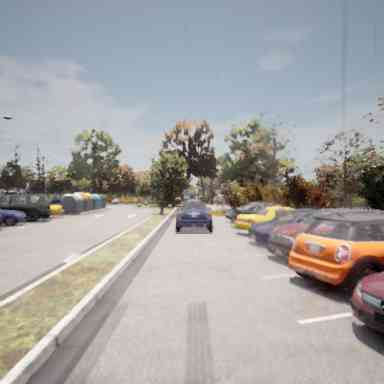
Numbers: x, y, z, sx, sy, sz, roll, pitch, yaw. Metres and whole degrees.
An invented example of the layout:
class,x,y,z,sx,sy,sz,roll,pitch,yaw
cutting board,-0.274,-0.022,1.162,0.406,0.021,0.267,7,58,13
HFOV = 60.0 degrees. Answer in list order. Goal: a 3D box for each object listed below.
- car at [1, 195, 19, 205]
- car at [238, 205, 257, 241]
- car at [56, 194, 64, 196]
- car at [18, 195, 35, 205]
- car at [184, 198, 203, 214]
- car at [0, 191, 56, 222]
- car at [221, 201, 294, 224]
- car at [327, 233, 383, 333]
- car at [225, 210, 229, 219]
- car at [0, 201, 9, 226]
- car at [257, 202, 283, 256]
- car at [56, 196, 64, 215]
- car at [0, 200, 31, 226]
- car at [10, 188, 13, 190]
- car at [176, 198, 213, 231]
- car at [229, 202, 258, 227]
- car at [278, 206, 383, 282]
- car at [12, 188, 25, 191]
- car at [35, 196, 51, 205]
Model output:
class,x,y,z,sx,sy,sz,roll,pitch,yaw
car,-33.343,1.514,61.166,2.185,1.767,4.553,1,-3,-19
car,4.817,1.511,14.718,4.792,1.488,2.163,1,0,-20
car,-24.288,1.386,61.030,2.435,2.045,5.566,1,-3,-19
car,-30.306,1.511,61.061,2.185,1.767,4.553,1,-3,-19
car,0.231,1.425,35.408,1.882,1.535,5.008,0,0,2
car,-13.305,1.201,24.441,5.566,2.045,2.435,-1,0,-20
car,4.865,1.479,24.912,4.892,1.521,2.231,1,0,-20
car,4.833,1.524,5.386,4.674,1.452,2.002,1,0,-20
car,4.847,1.481,21.518,4.892,1.521,2.231,1,0,-20
car,-13.312,1.464,18.415,5.008,1.535,2.097,-1,0,-20
car,4.869,1.357,11.349,4.553,1.767,2.185,1,0,-20
car,-13.438,1.436,27.416,5.366,1.575,1.946,-1,1,-20
car,-13.293,1.501,21.440,4.674,1.452,2.002,-1,0,-20
car,-25.942,0.875,44.061,2.435,2.045,5.566,1,-1,-19
car,0.123,1.346,20.472,2.097,1.767,4.553,0,0,0
car,5.020,1.480,18.193,5.366,1.575,1.946,1,0,-20
car,4.804,1.357,8.358,4.553,1.767,2.185,1,0,-20
car,-36.331,-0.029,68.021,4.553,1.767,2.097,4,-2,1
car,-27.292,1.638,61.048,2.231,1.521,4.892,1,-3,-19
